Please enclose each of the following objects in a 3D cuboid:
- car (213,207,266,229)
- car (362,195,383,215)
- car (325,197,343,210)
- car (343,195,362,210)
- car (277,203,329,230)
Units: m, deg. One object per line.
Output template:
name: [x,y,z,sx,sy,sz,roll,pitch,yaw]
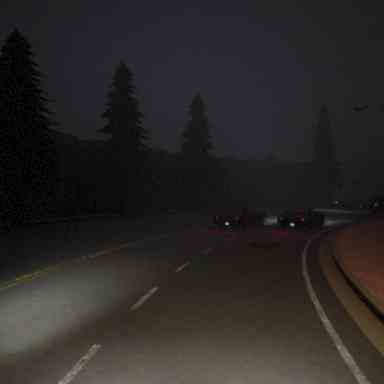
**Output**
car: [3.255,1.605,21.779,1.895,1.301,4.718,0,0,31]
car: [19.969,1.331,33.318,5.566,2.045,2.150,0,0,-31]
car: [20.222,1.453,45.549,4.553,1.767,2.097,0,0,-28]
car: [22.562,1.343,42.835,5.566,2.045,2.150,1,0,-28]
car: [7.149,1.632,21.400,1.895,1.301,4.718,0,0,34]
